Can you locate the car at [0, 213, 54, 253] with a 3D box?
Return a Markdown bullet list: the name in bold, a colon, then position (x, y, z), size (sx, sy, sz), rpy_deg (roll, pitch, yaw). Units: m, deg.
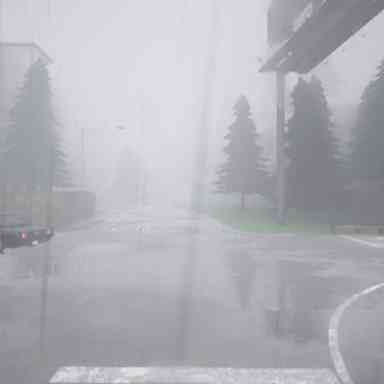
- **car**: position (-7.902, 1.458, 12.810), size (4.718, 1.301, 1.895), rpy_deg (3, 0, 15)
